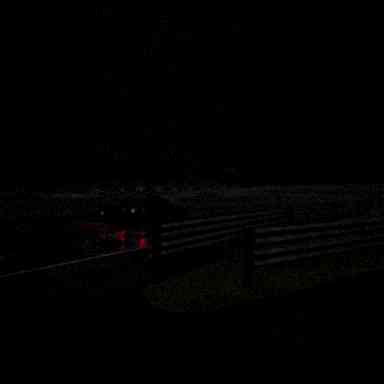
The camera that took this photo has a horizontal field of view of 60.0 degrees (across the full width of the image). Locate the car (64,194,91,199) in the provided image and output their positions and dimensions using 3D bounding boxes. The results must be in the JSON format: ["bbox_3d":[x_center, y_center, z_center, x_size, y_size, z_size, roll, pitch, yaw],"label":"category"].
[{"bbox_3d":[-10.715,1.189,33.581,1.994,1.385,4.181,1,0,35],"label":"car"}]

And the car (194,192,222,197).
[{"bbox_3d":[1.955,1.012,51.724,2.150,2.045,5.566,1,0,35],"label":"car"}]

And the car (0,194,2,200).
[{"bbox_3d":[-27.087,0.651,42.813,1.882,1.535,5.008,1,1,19],"label":"car"}]

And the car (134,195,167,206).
[{"bbox_3d":[-5.758,1.170,46.815,1.837,1.490,4.892,1,0,35],"label":"car"}]

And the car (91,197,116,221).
[{"bbox_3d":[-4.466,1.224,23.831,1.882,1.535,5.008,1,0,35],"label":"car"}]

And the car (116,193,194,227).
[{"bbox_3d":[-2.197,1.141,20.960,2.097,1.767,4.553,1,0,35],"label":"car"}]

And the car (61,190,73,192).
[{"bbox_3d":[-21.816,0.353,58.053,2.033,1.411,5.357,1,2,19],"label":"car"}]

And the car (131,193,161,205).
[{"bbox_3d":[-7.025,0.992,51.101,2.097,1.767,4.553,1,0,35],"label":"car"}]

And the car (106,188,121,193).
[{"bbox_3d":[-16.798,-0.081,71.203,2.128,1.511,4.902,1,2,21],"label":"car"}]
